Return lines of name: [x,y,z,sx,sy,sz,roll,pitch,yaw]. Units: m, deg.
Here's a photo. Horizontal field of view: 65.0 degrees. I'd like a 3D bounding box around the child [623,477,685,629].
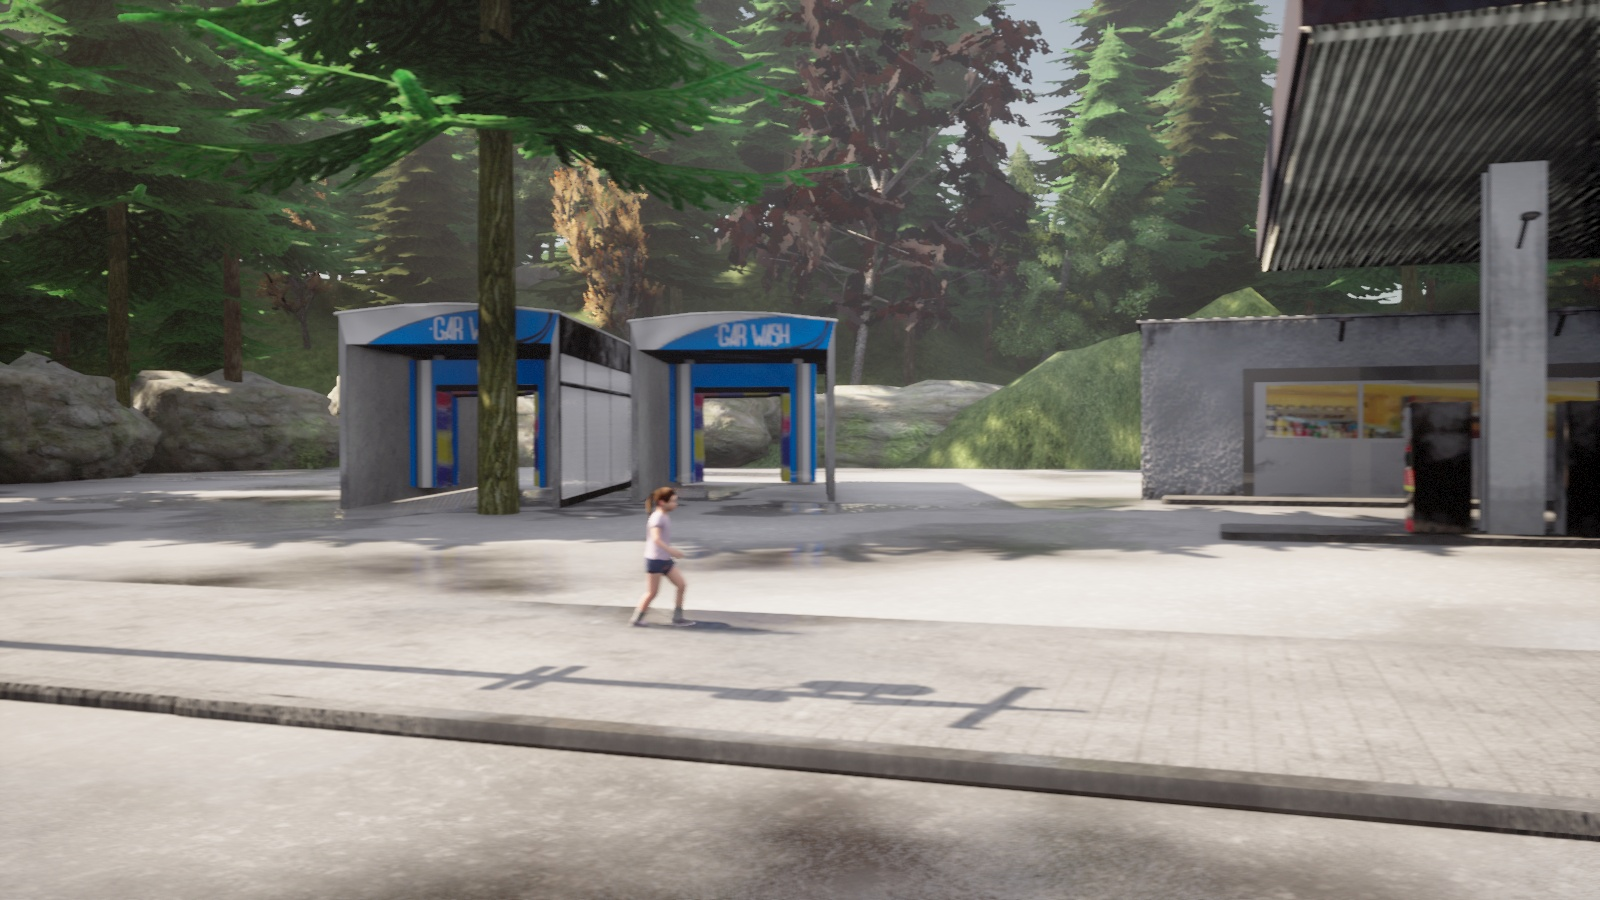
child: [-1.090,0.762,9.397,0.394,1.110,0.255,0,1,12]
